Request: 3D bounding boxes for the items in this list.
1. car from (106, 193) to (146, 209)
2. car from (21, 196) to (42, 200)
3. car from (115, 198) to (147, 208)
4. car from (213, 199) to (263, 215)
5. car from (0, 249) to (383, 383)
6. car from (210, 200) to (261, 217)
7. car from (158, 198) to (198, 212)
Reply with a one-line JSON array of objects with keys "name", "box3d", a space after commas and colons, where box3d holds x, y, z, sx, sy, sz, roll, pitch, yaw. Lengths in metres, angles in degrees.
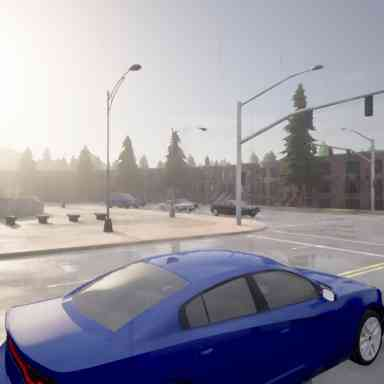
[{"name": "car", "box3d": [-9.472, 1.221, 45.603, 5.566, 2.045, 2.150, 0, 0, 36]}, {"name": "car", "box3d": [-29.909, 1.505, 60.665, 4.892, 1.490, 1.837, 0, 0, 5]}, {"name": "car", "box3d": [-9.102, 1.601, 49.599, 4.718, 1.301, 1.895, 0, 0, 34]}, {"name": "car", "box3d": [4.734, 1.547, 35.216, 2.033, 1.411, 5.357, 0, 0, -36]}, {"name": "car", "box3d": [0.462, 1.478, 4.126, 5.008, 1.535, 1.882, 0, 0, -35]}, {"name": "car", "box3d": [3.772, 1.478, 30.569, 1.882, 1.535, 5.008, 0, 0, -36]}, {"name": "car", "box3d": [-1.827, 1.601, 38.048, 1.895, 1.301, 4.718, 0, 0, -39]}]
